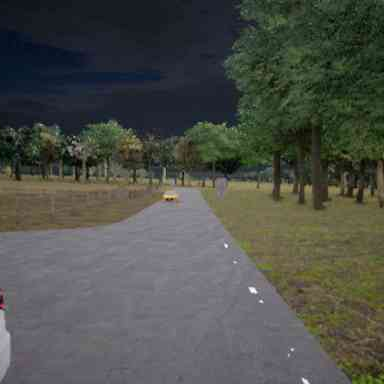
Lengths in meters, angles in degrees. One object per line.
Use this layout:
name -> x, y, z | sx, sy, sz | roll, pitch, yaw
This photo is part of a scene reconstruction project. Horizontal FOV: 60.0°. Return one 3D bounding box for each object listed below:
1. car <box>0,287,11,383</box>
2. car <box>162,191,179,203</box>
car -> -2.751, 1.226, 0.820 | 2.150, 2.045, 5.566 | 0, 0, 0
car -> -2.781, 0.642, 43.741 | 1.882, 1.535, 5.008 | 0, 2, 0
